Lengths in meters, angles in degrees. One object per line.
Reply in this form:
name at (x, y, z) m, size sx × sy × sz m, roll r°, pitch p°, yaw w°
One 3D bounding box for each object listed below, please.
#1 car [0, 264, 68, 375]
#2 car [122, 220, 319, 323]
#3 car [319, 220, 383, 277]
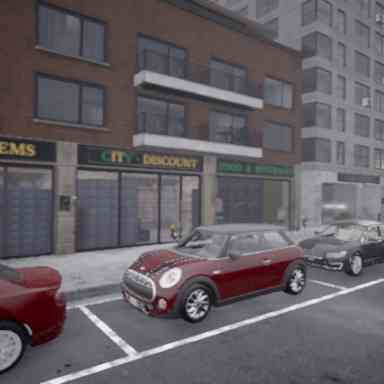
car at (-3.884, 1.542, 3.982) m, size 4.507 × 1.381 × 1.887 m, roll 0°, pitch 1°, yaw -35°
car at (0.581, 1.456, 7.164) m, size 4.097 × 1.590 × 1.967 m, roll 0°, pitch 1°, yaw -35°
car at (5.043, 1.587, 10.349) m, size 4.403 × 1.369 × 2.008 m, roll 0°, pitch 1°, yaw -35°
